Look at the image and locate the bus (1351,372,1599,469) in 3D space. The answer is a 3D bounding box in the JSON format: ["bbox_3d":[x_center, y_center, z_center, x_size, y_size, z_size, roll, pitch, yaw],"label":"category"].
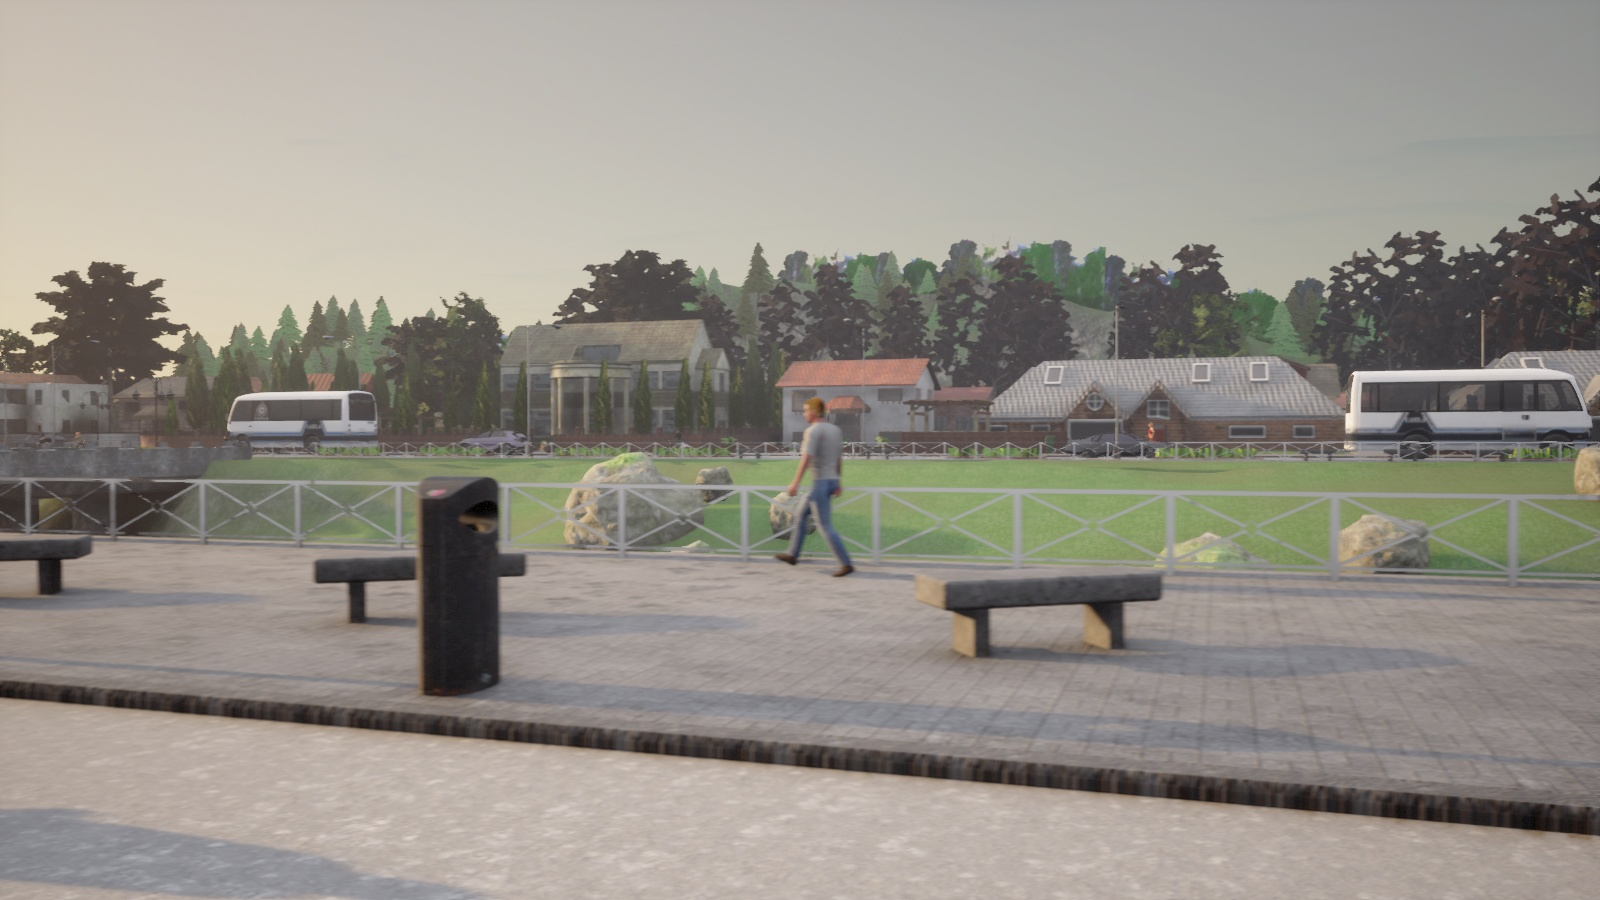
[{"bbox_3d":[31.327,-1.364,58.207,10.273,4.253,3.944,1,1,19],"label":"bus"}]

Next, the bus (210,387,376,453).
[{"bbox_3d":[-34.068,-2.031,84.444,10.273,4.253,3.944,1,1,19],"label":"bus"}]

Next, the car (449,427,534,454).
[{"bbox_3d":[-19.548,-0.591,79.575,4.856,1.649,2.033,1,1,19],"label":"car"}]

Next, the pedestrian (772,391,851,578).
[{"bbox_3d":[0.117,0.334,12.679,0.706,1.836,0.354,1,1,29],"label":"pedestrian"}]

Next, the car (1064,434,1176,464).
[{"bbox_3d":[16.148,-0.080,63.338,5.357,1.411,2.033,1,1,19],"label":"car"}]
